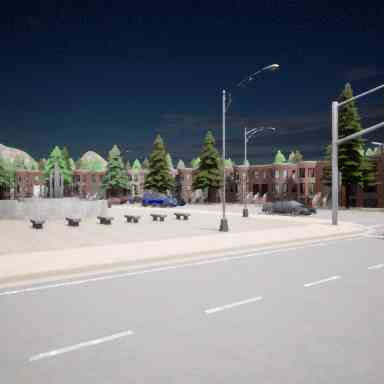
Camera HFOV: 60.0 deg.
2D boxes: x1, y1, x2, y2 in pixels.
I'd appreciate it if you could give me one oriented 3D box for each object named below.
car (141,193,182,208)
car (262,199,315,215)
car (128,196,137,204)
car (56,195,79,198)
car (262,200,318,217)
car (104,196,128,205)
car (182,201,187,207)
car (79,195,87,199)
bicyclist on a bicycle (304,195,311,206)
[{"bbox_3d":[-4.595,1.223,46.561,5.566,2.045,2.150,0,0,35],"label":"car"},{"bbox_3d":[10.326,1.547,35.865,2.033,1.411,5.357,0,0,-37],"label":"car"},{"bbox_3d":[-12.736,1.505,62.058,4.892,1.490,1.837,0,0,18],"label":"car"},{"bbox_3d":[-23.818,1.505,60.694,4.892,1.490,1.837,0,0,5],"label":"car"},{"bbox_3d":[9.135,1.547,31.652,2.033,1.411,5.357,0,0,-36],"label":"car"},{"bbox_3d":[-14.081,1.564,58.826,4.181,1.385,1.994,0,0,18],"label":"car"},{"bbox_3d":[-3.122,1.601,49.632,4.718,1.301,1.895,0,0,33],"label":"car"},{"bbox_3d":[-22.556,1.352,63.988,4.553,1.767,2.097,0,0,7],"label":"car"},{"bbox_3d":[16.174,1.303,46.611,1.656,1.620,0.582,0,0,-37],"label":"bicyclist on a bicycle"}]
